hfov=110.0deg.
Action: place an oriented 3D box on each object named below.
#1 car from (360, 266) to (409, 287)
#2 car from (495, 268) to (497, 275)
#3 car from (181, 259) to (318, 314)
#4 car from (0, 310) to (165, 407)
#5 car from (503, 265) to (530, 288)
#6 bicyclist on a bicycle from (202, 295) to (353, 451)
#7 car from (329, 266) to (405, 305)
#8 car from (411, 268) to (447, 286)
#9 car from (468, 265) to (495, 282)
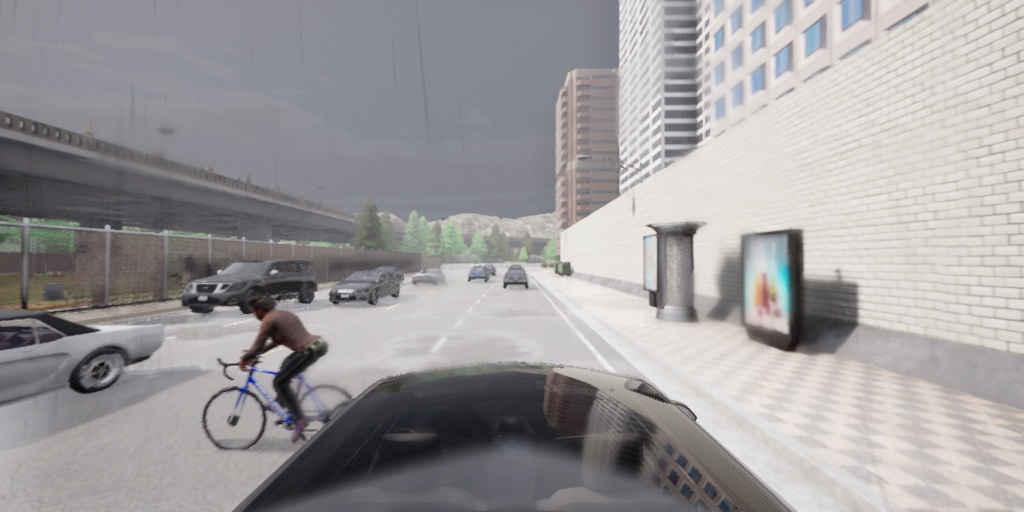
[{"bbox_3d":[-10.287,1.591,29.360,2.128,1.511,4.902,0,-1,1],"label":"car"},{"bbox_3d":[-3.025,1.870,46.423,2.033,1.411,5.357,0,-1,1],"label":"car"},{"bbox_3d":[-10.444,1.139,14.977,2.150,2.045,5.566,0,-1,2],"label":"car"},{"bbox_3d":[-7.091,1.378,4.070,1.895,1.301,4.718,0,-1,1],"label":"car"},{"bbox_3d":[0.315,1.621,26.870,2.033,1.411,5.357,0,-1,2],"label":"car"},{"bbox_3d":[-2.423,1.229,3.737,1.656,1.620,0.582,-2,-1,1],"label":"bicyclist on a bicycle"},{"bbox_3d":[-6.909,1.439,17.378,2.128,1.511,4.902,0,-1,1],"label":"car"},{"bbox_3d":[-6.781,1.706,29.613,1.895,1.301,4.718,0,-1,1],"label":"car"},{"bbox_3d":[-3.123,1.719,34.624,2.033,1.411,5.357,0,-1,1],"label":"car"}]
